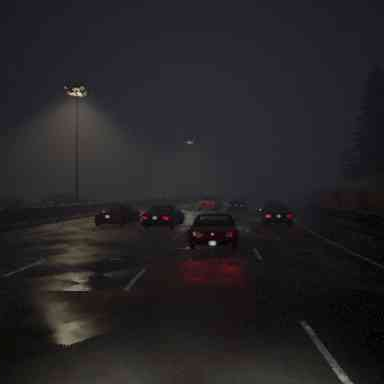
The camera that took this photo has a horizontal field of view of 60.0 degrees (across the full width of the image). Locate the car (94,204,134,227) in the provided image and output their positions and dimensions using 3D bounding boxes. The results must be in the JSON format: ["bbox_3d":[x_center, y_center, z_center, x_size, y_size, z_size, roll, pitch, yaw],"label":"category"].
[{"bbox_3d":[-4.940,1.496,22.566,1.994,1.385,4.181,0,0,9],"label":"car"}]

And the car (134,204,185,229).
[{"bbox_3d":[-1.698,1.489,20.964,2.033,1.411,5.357,0,0,9],"label":"car"}]

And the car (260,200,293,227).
[{"bbox_3d":[5.628,1.499,22.437,2.033,1.411,5.357,0,0,9],"label":"car"}]

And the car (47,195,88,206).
[{"bbox_3d":[-13.157,1.387,36.227,1.837,1.490,4.892,0,0,13],"label":"car"}]

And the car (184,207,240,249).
[{"bbox_3d":[0.989,1.565,14.317,1.895,1.301,4.718,0,0,6],"label":"car"}]

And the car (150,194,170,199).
[{"bbox_3d":[-6.811,1.134,74.642,2.097,1.767,4.553,0,0,25],"label":"car"}]

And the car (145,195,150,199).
[{"bbox_3d":[-9.119,1.253,77.903,1.882,1.535,5.008,0,0,27],"label":"car"}]

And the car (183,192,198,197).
[{"bbox_3d":[0.846,1.029,74.302,2.150,2.045,5.566,0,0,27],"label":"car"}]

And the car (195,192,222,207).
[{"bbox_3d":[2.229,1.253,39.131,2.097,1.767,4.553,0,0,15],"label":"car"}]

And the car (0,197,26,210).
[{"bbox_3d":[-20.340,1.345,36.222,1.882,1.535,5.008,0,0,13],"label":"car"}]

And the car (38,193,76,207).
[{"bbox_3d":[-15.897,1.088,39.839,2.150,2.045,5.566,0,0,15],"label":"car"}]

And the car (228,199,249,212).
[{"bbox_3d":[5.167,1.460,36.844,2.033,1.411,5.357,0,0,15],"label":"car"}]

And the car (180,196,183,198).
[{"bbox_3d":[-1.231,1.313,77.878,1.812,1.442,4.674,0,0,27],"label":"car"}]
